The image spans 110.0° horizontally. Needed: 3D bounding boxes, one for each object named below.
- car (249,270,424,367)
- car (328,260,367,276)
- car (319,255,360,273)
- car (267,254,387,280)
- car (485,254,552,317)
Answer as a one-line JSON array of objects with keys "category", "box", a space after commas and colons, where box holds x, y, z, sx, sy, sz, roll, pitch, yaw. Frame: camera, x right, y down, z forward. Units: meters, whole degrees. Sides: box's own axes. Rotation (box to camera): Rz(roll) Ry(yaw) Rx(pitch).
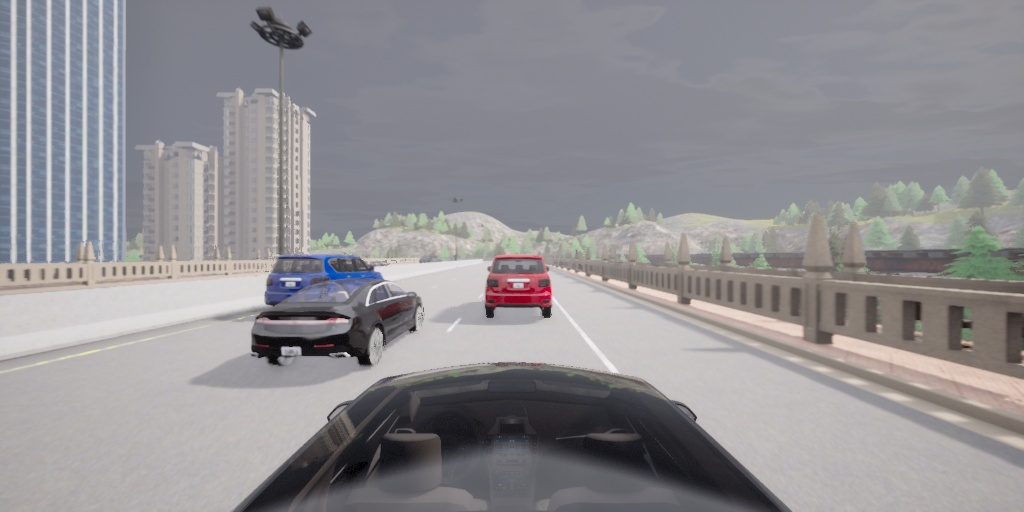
[{"category": "car", "box": [-3.334, 1.236, 7.881, 2.128, 1.511, 4.902, 0, 0, 1]}, {"category": "car", "box": [-17.099, 1.225, 37.606, 1.837, 1.490, 4.892, 0, 0, 1]}, {"category": "car", "box": [-20.508, 0.939, 42.994, 2.150, 2.045, 5.566, 0, 0, 1]}, {"category": "car", "box": [-6.765, 0.961, 13.690, 2.150, 2.045, 5.566, 0, 0, 1]}, {"category": "car", "box": [0.229, 0.966, 13.293, 2.150, 2.045, 5.566, 0, 0, 1]}]
